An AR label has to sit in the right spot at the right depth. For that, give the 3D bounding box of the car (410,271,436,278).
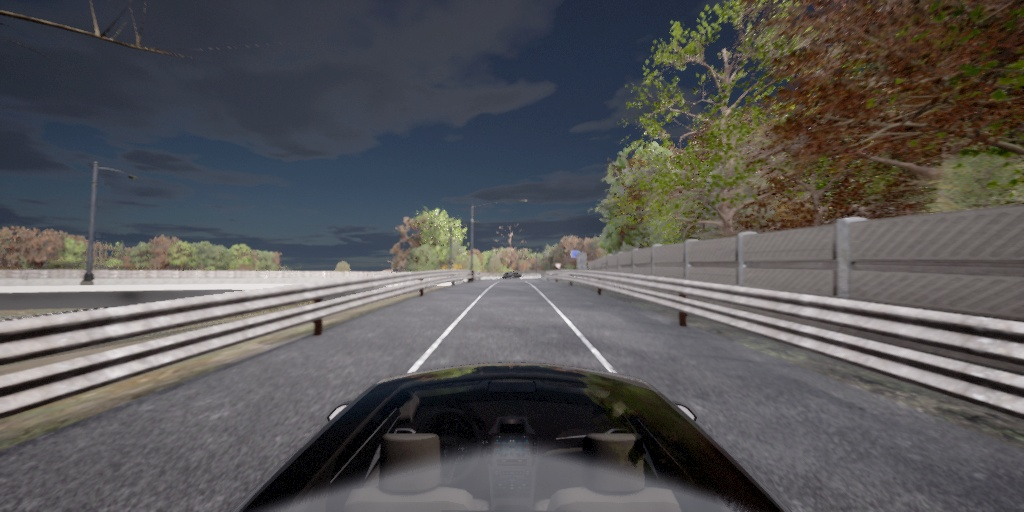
[{"bbox_3d":[-13.549,2.864,51.526,5.357,1.411,2.033,3,-4,-44],"label":"car"}]
